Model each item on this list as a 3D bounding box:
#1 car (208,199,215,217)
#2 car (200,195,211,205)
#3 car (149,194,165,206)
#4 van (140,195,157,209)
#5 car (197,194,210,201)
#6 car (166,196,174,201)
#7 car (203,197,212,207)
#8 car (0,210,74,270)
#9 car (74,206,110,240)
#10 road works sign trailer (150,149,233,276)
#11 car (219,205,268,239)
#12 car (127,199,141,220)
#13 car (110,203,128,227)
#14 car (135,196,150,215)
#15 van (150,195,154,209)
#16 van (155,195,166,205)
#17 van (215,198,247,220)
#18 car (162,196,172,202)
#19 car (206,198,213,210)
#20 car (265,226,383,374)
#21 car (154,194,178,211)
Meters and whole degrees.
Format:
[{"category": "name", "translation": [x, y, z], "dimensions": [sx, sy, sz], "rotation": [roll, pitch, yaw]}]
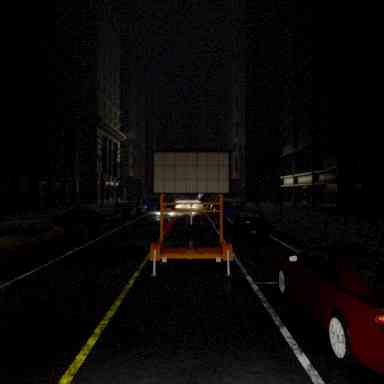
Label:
[{"category": "car", "translation": [2.706, 1.560, 28.225], "dimensions": [2.008, 1.369, 4.403], "rotation": [0, 0, 0]}, {"category": "car", "translation": [2.660, 1.576, 50.769], "dimensions": [1.887, 1.381, 4.507], "rotation": [0, 0, 0]}, {"category": "car", "translation": [-5.877, 1.352, 56.373], "dimensions": [2.192, 1.841, 5.009], "rotation": [0, 0, 0]}, {"category": "van", "translation": [-5.854, 1.366, 45.101], "dimensions": [1.690, 1.788, 3.998], "rotation": [0, 0, 0]}, {"category": "car", "translation": [2.636, 1.360, 62.042], "dimensions": [2.192, 1.841, 5.009], "rotation": [0, 0, 0]}, {"category": "car", "translation": [-5.946, 1.658, 90.193], "dimensions": [1.947, 1.339, 4.313], "rotation": [0, 0, 0]}, {"category": "car", "translation": [2.683, 1.570, 39.497], "dimensions": [2.008, 1.369, 4.403], "rotation": [0, 0, 0]}, {"category": "car", "translation": [-5.784, 1.526, 11.111], "dimensions": [1.752, 1.417, 4.829], "rotation": [0, 0, 0]}, {"category": "car", "translation": [-5.796, 1.569, 16.917], "dimensions": [1.947, 1.339, 4.313], "rotation": [0, 0, 0]}, {"category": "road works sign trailer", "translation": [-0.018, 0.465, 10.331], "dimensions": [2.380, 3.560, 2.880], "rotation": [0, 0, 0]}, {"category": "car", "translation": [2.729, 1.554, 16.952], "dimensions": [2.008, 1.369, 4.403], "rotation": [0, 0, 0]}, {"category": "car", "translation": [-5.819, 1.575, 28.191], "dimensions": [1.947, 1.339, 4.313], "rotation": [0, 0, 0]}, {"category": "car", "translation": [-5.807, 1.588, 22.555], "dimensions": [1.802, 1.307, 4.206], "rotation": [0, 0, 0]}, {"category": "car", "translation": [-5.831, 1.454, 33.828], "dimensions": [1.967, 1.590, 4.097], "rotation": [0, 0, 0]}, {"category": "van", "translation": [-5.843, 1.360, 39.464], "dimensions": [1.690, 1.788, 3.998], "rotation": [0, 0, 0]}, {"category": "van", "translation": [-5.889, 1.386, 62.009], "dimensions": [1.690, 1.788, 3.998], "rotation": [0, 0, 0]}, {"category": "van", "translation": [2.717, 1.347, 22.588], "dimensions": [1.690, 1.788, 3.998], "rotation": [0, 0, 0]}, {"category": "car", "translation": [-5.923, 1.616, 78.920], "dimensions": [1.887, 1.381, 4.507], "rotation": [0, 0, 0]}, {"category": "car", "translation": [2.694, 1.596, 33.861], "dimensions": [1.802, 1.307, 4.206], "rotation": [0, 0, 0]}, {"category": "car", "translation": [2.753, 1.545, 5.680], "dimensions": [1.887, 1.381, 4.507], "rotation": [0, 0, 0]}, {"category": "car", "translation": [-3.179, 1.242, 40.695], "dimensions": [2.150, 2.045, 5.566], "rotation": [0, 0, 0]}]
